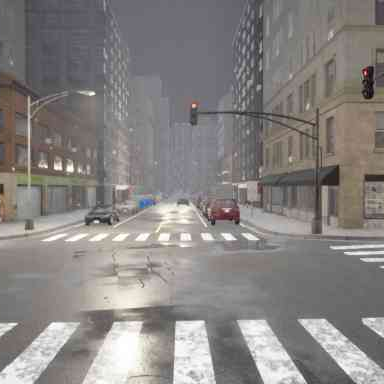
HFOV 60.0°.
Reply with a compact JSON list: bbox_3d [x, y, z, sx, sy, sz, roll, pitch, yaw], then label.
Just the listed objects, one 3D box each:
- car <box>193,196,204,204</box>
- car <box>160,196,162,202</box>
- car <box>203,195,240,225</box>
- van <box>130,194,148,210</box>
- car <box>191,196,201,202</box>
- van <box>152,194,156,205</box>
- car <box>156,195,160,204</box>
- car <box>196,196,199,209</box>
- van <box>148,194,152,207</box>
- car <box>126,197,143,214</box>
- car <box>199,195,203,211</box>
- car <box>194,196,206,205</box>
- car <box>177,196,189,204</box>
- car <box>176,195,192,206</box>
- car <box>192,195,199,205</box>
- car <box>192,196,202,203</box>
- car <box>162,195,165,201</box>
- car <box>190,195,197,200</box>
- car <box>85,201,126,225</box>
[{"bbox_3d":[1.151,1.559,63.179,1.947,1.339,4.313,-1,0,-2],"label":"car"},{"bbox_3d":[-7.382,1.433,62.945,1.967,1.590,4.097,-1,0,-2],"label":"car"},{"bbox_3d":[2.215,1.318,24.092,2.192,1.841,5.009,-1,0,-2],"label":"car"},{"bbox_3d":[-6.768,1.343,40.609,1.690,1.788,3.998,-1,0,-2],"label":"van"},{"bbox_3d":[0.846,1.538,74.347,2.008,1.369,4.403,-1,0,-2],"label":"car"},{"bbox_3d":[-7.076,1.340,51.777,1.690,1.788,3.998,-1,0,-2],"label":"van"},{"bbox_3d":[-7.230,1.311,57.361,2.192,1.841,5.009,-1,0,-2],"label":"car"},{"bbox_3d":[1.756,1.527,41.014,1.752,1.417,4.829,-1,0,-2],"label":"car"},{"bbox_3d":[-6.922,1.342,46.194,1.690,1.788,3.998,-1,0,-2],"label":"van"},{"bbox_3d":[-6.608,1.528,34.856,1.752,1.417,4.829,-1,0,-2],"label":"car"},{"bbox_3d":[2.063,1.318,29.677,2.192,1.841,5.009,-1,0,-2],"label":"car"},{"bbox_3d":[1.298,1.521,57.766,1.752,1.417,4.829,-1,0,-2],"label":"car"},{"bbox_3d":[-1.727,1.540,63.856,2.033,1.411,5.357,0,0,-2],"label":"car"},{"bbox_3d":[-1.440,1.503,53.438,1.837,1.490,4.892,0,0,-2],"label":"car"},{"bbox_3d":[1.605,1.316,46.428,2.192,1.841,5.009,-1,0,-2],"label":"car"},{"bbox_3d":[0.999,1.556,68.763,1.947,1.339,4.313,-1,0,-2],"label":"car"},{"bbox_3d":[-7.689,1.427,74.111,1.967,1.590,4.097,-1,0,-2],"label":"car"},{"bbox_3d":[0.389,1.524,91.098,2.008,1.369,4.403,-1,0,-2],"label":"car"},{"bbox_3d":[-6.305,1.569,23.859,1.947,1.339,4.313,-1,0,-2],"label":"car"}]
